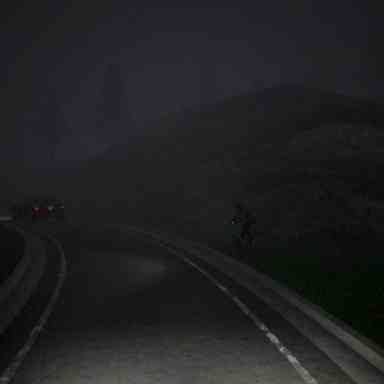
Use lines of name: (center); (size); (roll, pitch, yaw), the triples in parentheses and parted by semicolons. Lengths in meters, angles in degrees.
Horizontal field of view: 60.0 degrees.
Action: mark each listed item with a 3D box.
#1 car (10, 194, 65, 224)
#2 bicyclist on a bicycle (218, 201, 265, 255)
car: (-10.258, 1.001, 21.968); (4.553, 1.767, 2.097); (1, 1, 44)
bicyclist on a bicycle: (1.555, 1.114, 10.303); (1.656, 1.620, 0.582); (0, 1, -19)
